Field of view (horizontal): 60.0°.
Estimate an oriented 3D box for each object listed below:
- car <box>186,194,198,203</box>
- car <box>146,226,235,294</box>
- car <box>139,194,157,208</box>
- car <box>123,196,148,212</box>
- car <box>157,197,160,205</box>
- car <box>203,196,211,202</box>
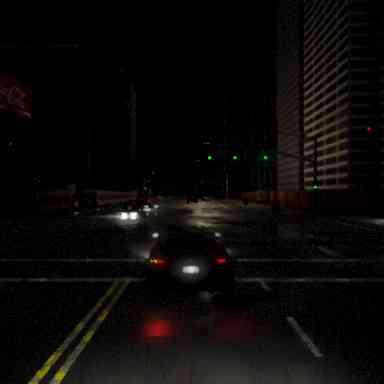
[{"bbox_3d":[0.006,1.388,71.480,2.150,2.045,5.566,0,0,0],"label":"car"},{"bbox_3d":[-0.127,1.583,8.871,1.994,1.385,4.181,0,0,-3],"label":"car"},{"bbox_3d":[-7.081,1.336,50.290,2.150,2.045,5.566,0,0,0],"label":"car"},{"bbox_3d":[-7.091,1.584,40.337,2.128,1.511,4.902,0,0,0],"label":"car"},{"bbox_3d":[-7.012,1.643,60.652,1.837,1.490,4.892,0,0,0],"label":"car"},{"bbox_3d":[3.493,1.707,79.767,2.128,1.511,4.902,0,0,0],"label":"car"}]
